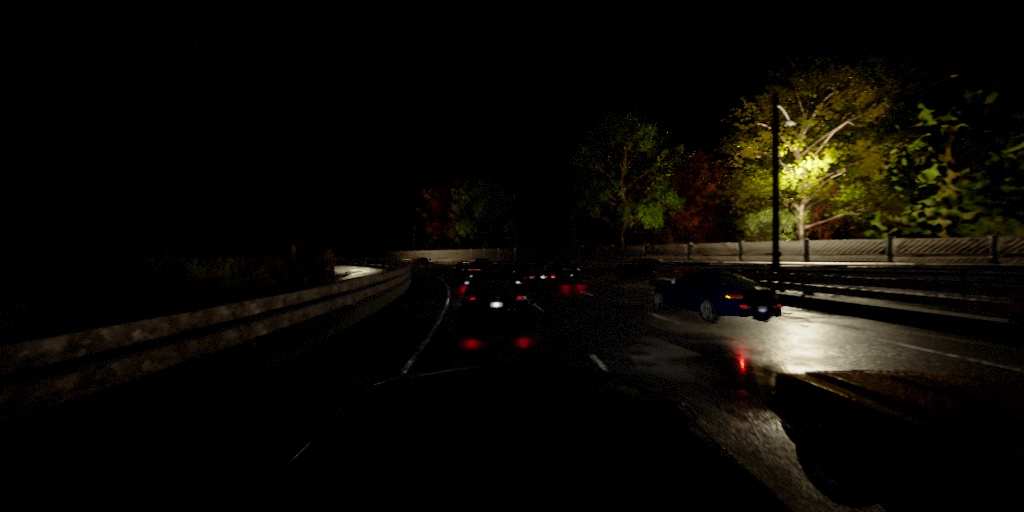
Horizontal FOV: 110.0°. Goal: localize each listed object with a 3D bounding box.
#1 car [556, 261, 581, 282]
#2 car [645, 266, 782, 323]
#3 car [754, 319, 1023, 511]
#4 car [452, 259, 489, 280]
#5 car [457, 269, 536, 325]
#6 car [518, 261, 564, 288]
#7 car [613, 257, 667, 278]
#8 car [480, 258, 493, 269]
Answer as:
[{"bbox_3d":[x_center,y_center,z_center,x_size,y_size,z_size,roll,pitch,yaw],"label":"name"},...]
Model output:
[{"bbox_3d":[3.674,1.154,27.740,2.128,1.511,4.902,0,0,-13],"label":"car"},{"bbox_3d":[6.428,1.224,11.775,1.812,1.442,4.674,0,0,-5],"label":"car"},{"bbox_3d":[3.455,1.339,1.394,1.895,1.301,4.718,0,0,0],"label":"car"},{"bbox_3d":[-3.406,1.185,27.299,2.128,1.511,4.902,0,0,-14],"label":"car"},{"bbox_3d":[-0.618,1.289,11.733,1.994,1.385,4.181,0,0,-6],"label":"car"},{"bbox_3d":[1.268,1.235,22.744,2.033,1.411,5.357,0,0,-11],"label":"car"},{"bbox_3d":[10.643,0.944,29.592,2.097,1.767,4.553,0,0,-41],"label":"car"},{"bbox_3d":[-4.369,1.076,50.420,1.882,1.535,5.008,-1,0,-30],"label":"car"}]
